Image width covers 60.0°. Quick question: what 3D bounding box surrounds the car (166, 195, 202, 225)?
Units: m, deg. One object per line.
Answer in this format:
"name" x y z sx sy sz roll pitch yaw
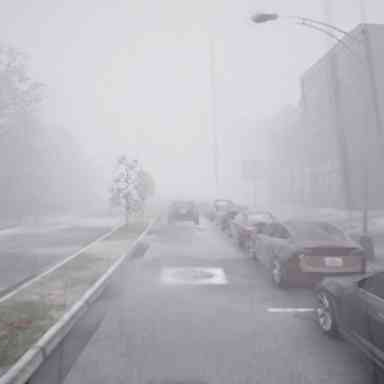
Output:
"car" -0.678 1.342 24.265 2.097 1.767 4.553 0 0 -3

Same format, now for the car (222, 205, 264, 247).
"car" 2.771 1.520 14.865 2.002 1.452 4.674 0 0 -2

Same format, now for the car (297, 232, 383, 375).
"car" 3.039 1.511 3.655 2.163 1.488 4.792 0 0 0

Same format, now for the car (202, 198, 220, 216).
"car" 1.391 1.460 37.069 2.231 1.521 4.892 0 0 -5

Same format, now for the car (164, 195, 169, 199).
"car" -2.023 1.456 41.315 2.128 1.511 4.902 0 0 -6

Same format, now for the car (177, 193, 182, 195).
"car" -1.192 1.400 59.366 1.946 1.575 5.366 0 0 -8

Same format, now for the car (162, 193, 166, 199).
"car" -5.317 1.267 81.259 1.946 1.575 5.366 0 0 -12

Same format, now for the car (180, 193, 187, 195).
"car" -0.417 1.420 53.856 1.946 1.575 5.366 0 0 -7

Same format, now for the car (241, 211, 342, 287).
"car" 2.939 1.511 9.339 2.163 1.488 4.792 0 0 -1

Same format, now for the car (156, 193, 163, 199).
"car" -7.978 1.185 91.951 1.946 1.575 5.366 0 0 -14

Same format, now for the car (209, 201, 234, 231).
"car" 2.547 1.507 20.464 2.163 1.488 4.792 0 0 -2
